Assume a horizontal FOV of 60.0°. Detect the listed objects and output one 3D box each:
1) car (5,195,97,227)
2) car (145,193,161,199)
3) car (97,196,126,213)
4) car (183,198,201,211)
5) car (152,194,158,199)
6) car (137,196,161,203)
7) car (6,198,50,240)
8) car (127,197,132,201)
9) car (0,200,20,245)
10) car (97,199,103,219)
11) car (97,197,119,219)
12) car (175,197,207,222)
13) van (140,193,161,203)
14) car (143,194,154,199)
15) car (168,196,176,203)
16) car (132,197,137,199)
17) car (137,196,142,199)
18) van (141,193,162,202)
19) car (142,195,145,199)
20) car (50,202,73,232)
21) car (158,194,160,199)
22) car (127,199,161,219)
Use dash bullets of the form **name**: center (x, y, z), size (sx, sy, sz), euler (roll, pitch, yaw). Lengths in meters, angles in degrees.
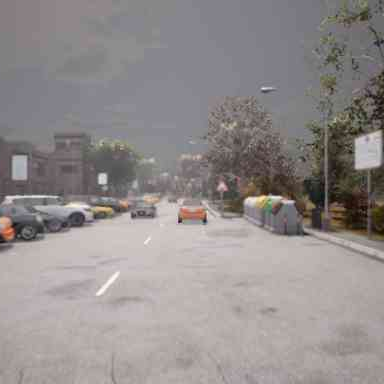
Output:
- **car**: center (-9.354, 1.237, 21.672), size (5.566, 2.045, 2.435), euler (-1, 0, -20)
- **car**: center (-9.526, 1.612, 69.628), size (5.366, 1.575, 1.946), euler (-1, 0, -20)
- **car**: center (-9.337, 1.249, 30.689), size (5.566, 2.045, 2.435), euler (-1, 0, -20)
- **car**: center (-0.041, 1.534, 42.573), size (2.128, 1.511, 4.902), euler (0, 0, 0)
- **car**: center (-9.141, 1.574, 57.741), size (5.366, 1.575, 1.946), euler (-1, 0, -20)
- **car**: center (-9.384, 1.591, 72.696), size (5.008, 1.535, 2.097), euler (-1, 0, -20)
- **car**: center (-9.365, 1.358, 15.658), size (4.553, 1.767, 2.185), euler (-1, 0, -20)
- **car**: center (-9.363, 1.388, 36.663), size (4.553, 1.767, 2.185), euler (-1, 0, -20)
- **car**: center (-9.373, 1.358, 12.657), size (4.553, 1.767, 2.185), euler (-1, 0, -20)
- **car**: center (-9.339, 1.521, 24.673), size (4.792, 1.488, 2.163), euler (-1, 0, -20)
- **car**: center (-9.183, 1.490, 27.731), size (5.366, 1.575, 1.946), euler (-1, 0, -20)
- **car**: center (0.020, 1.360, 26.215), size (2.097, 1.767, 4.553), euler (0, 0, 0)
- **van**: center (-9.515, 1.338, 75.641), size (4.442, 1.987, 1.878), euler (-1, 1, -20)
- **car**: center (-9.319, 1.570, 54.676), size (4.892, 1.521, 2.231), euler (-1, 0, -20)
- **car**: center (-4.039, 1.607, 70.335), size (1.837, 1.490, 4.892), euler (0, 0, 0)
- **car**: center (-9.355, 1.396, 39.665), size (4.553, 1.767, 2.185), euler (-1, 0, -20)
- **car**: center (-9.289, 1.558, 42.684), size (4.792, 1.488, 2.163), euler (-1, 0, -20)
- **van**: center (-9.542, 1.309, 78.642), size (4.442, 1.987, 1.878), euler (-1, 1, -20)
- **car**: center (-9.315, 1.579, 45.676), size (4.674, 1.452, 2.002), euler (-1, -1, -20)
- **car**: center (-9.361, 1.515, 18.672), size (4.792, 1.488, 2.163), euler (-1, 0, -20)
- **car**: center (-9.147, 1.585, 60.743), size (5.366, 1.575, 1.946), euler (-1, 0, -20)
- **car**: center (-4.119, 1.576, 29.127), size (1.994, 1.385, 4.181), euler (0, 0, 0)
